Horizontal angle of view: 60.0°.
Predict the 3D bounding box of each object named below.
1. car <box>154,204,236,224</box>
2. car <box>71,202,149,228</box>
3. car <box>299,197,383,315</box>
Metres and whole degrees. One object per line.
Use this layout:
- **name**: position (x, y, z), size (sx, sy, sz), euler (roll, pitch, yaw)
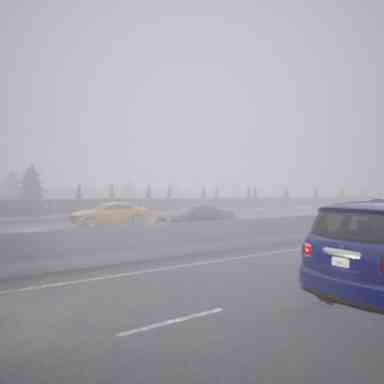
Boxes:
- **car**: position (0.319, 1.501, 21.087), size (5.357, 1.411, 2.033), euler (0, 0, -34)
- **car**: position (-5.232, 1.419, 21.554), size (5.008, 1.535, 1.882), euler (0, 0, -34)
- **car**: position (4.581, 1.214, 6.809), size (5.566, 2.045, 2.150), euler (0, 0, -34)
